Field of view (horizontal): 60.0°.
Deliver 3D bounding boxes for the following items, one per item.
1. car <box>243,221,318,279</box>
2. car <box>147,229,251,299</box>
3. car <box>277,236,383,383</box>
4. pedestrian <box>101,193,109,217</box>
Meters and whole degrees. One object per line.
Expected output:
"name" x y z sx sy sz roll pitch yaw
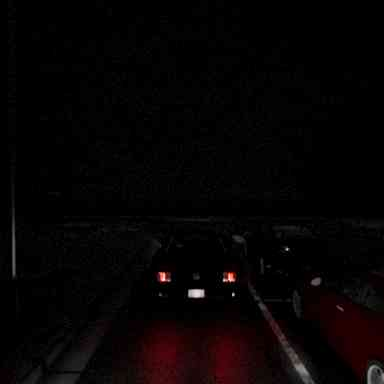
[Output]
"car" 2.631 1.544 9.912 2.008 1.369 4.403 -1 0 0
"car" 0.097 1.595 8.397 1.895 1.301 4.718 0 0 0
"car" 2.626 1.579 4.380 1.802 1.307 4.206 -1 0 0
"pedestrian" -6.855 0.996 26.102 0.375 1.860 0.375 0 1 0
